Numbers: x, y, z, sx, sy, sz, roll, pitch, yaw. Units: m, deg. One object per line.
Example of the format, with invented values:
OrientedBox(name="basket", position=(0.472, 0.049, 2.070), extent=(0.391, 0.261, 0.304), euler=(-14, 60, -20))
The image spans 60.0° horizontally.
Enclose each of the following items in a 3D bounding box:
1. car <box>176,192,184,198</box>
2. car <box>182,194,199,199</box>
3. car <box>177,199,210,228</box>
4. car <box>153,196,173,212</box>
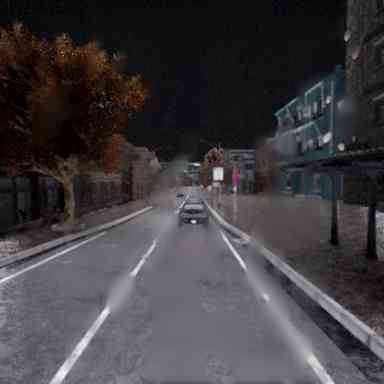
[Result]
OrientedBox(name="car", position=(-2.681, 0.685, 76.909), extent=(1.895, 1.301, 4.718), euler=(0, 1, 0))
OrientedBox(name="car", position=(0.168, 1.242, 39.987), extent=(2.033, 1.411, 5.357), euler=(0, 1, 0))
OrientedBox(name="car", position=(0.109, 1.425, 21.443), extent=(1.837, 1.490, 4.892), euler=(0, 0, 0))
OrientedBox(name="car", position=(-3.080, 1.229, 35.909), extent=(1.882, 1.535, 5.008), euler=(0, 1, 1))
